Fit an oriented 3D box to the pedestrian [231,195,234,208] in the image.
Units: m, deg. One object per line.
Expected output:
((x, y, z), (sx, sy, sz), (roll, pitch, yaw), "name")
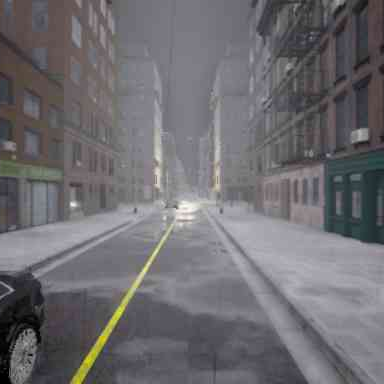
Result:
((5.516, 1.274, 45.802), (0.375, 1.860, 0.375), (0, 0, 0), "pedestrian")

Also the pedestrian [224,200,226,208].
((4.516, 1.652, 45.202), (0.500, 1.100, 0.500), (0, 0, 0), "pedestrian")

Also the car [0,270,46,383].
((-2.849, 1.499, 2.469), (2.128, 1.511, 4.902), (0, 0, 0), "car")

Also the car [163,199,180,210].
((-2.744, 1.673, 45.461), (1.837, 1.490, 4.892), (0, 0, 0), "car")

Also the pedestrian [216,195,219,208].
((3.516, 1.275, 46.402), (0.375, 1.860, 0.375), (0, 0, 0), "pedestrian")
